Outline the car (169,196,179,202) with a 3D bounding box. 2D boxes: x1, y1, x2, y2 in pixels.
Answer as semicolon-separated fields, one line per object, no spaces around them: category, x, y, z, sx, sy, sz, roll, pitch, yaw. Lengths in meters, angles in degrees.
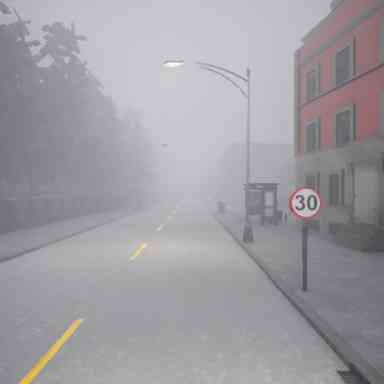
car;-4.036;1.696;75.938;1.812;1.442;4.674;0;0;0
